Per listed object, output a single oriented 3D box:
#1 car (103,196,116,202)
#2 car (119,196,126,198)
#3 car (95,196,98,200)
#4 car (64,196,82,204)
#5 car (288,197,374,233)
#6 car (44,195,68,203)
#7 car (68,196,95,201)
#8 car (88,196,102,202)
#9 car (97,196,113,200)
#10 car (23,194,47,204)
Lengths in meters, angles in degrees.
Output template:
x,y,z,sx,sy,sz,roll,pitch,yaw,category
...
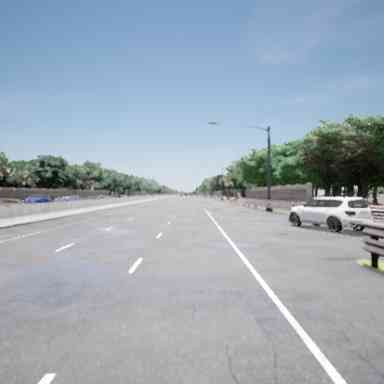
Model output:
x,y,z,sx,sy,sz,roll,pitch,yaw,category
-20.993,1.817,84.525,2.033,1.411,5.357,0,0,0,car
-17.493,1.829,84.532,1.994,1.385,4.181,0,0,0,car
-20.950,1.719,68.761,1.837,1.490,4.892,0,0,0,car
-24.450,1.697,68.699,1.882,1.535,5.008,0,0,0,car
8.460,1.324,20.825,2.150,2.045,5.566,1,0,-23,car
-21.007,1.656,52.936,2.128,1.511,4.902,0,0,1,car
-17.511,1.642,52.934,1.882,1.535,5.008,0,0,0,car
-24.493,1.816,84.496,2.033,1.411,5.357,0,0,0,car
-17.450,1.815,68.725,1.895,1.301,4.718,0,0,0,car
-24.499,1.386,52.846,2.150,2.045,5.566,0,0,1,car
